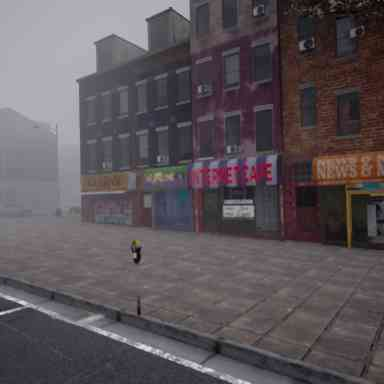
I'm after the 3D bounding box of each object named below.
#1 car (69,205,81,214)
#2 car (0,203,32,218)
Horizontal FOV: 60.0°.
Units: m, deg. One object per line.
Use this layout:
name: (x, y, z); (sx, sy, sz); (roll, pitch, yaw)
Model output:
car: (-10.755, 1.601, 36.514); (2.033, 1.411, 5.357); (-2, -1, 35)
car: (-16.207, 1.622, 28.923); (1.994, 1.385, 4.181); (-2, -1, 36)
